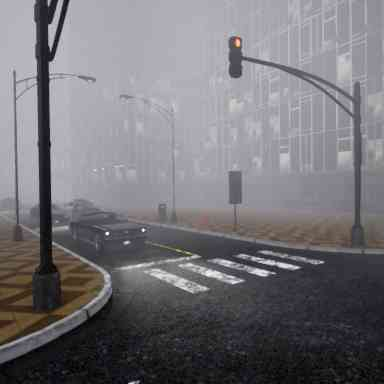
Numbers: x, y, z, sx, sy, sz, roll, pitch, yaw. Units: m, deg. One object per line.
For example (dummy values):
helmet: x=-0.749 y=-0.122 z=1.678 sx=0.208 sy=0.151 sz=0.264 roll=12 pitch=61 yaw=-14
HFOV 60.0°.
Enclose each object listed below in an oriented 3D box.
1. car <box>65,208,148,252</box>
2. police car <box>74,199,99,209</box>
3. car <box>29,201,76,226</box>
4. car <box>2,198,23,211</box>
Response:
car: x=-3.700 y=1.574 z=14.224 sx=1.895 sy=1.301 sz=4.718 roll=-1 pitch=1 yaw=-35
police car: x=-9.459 y=1.417 z=27.845 sx=2.038 sy=1.542 sz=4.974 roll=-1 pitch=1 yaw=-35
car: x=-10.203 y=1.511 z=23.516 sx=2.033 sy=1.411 sz=5.357 roll=-1 pitch=1 yaw=-35
car: x=-21.565 y=1.423 z=39.862 sx=1.882 sy=1.535 sz=5.008 roll=-1 pitch=1 yaw=-34
